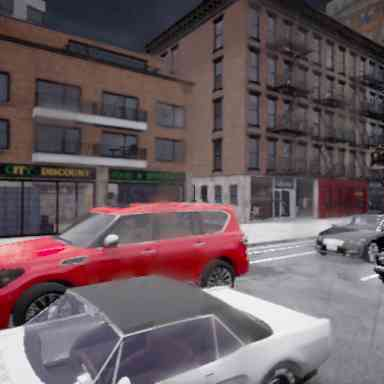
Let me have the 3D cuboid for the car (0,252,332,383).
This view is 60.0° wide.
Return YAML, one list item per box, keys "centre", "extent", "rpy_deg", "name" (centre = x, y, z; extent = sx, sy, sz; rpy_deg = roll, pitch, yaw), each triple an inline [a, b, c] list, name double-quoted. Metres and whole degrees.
- centre: [-0.812, 1.618, 3.062]
  extent: [4.718, 1.301, 1.895]
  rpy_deg: [1, 0, -37]
  name: "car"

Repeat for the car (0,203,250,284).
- centre: [-1.281, 1.262, 6.761]
  extent: [5.566, 2.045, 2.150]
  rpy_deg: [1, 0, -36]
  name: "car"

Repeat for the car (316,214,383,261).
- centre: [6.630, 1.609, 12.494]
  extent: [4.902, 1.511, 2.128]
  rpy_deg: [1, 0, -36]
  name: "car"

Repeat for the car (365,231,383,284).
- centre: [6.618, 1.690, 8.471]
  extent: [4.718, 1.301, 1.895]
  rpy_deg: [1, 0, -36]
  name: "car"
